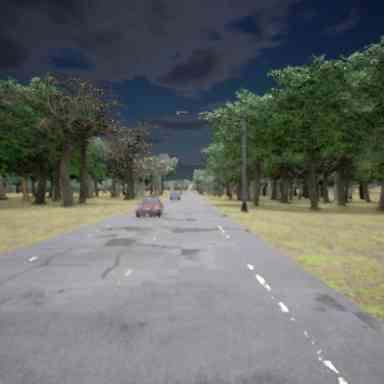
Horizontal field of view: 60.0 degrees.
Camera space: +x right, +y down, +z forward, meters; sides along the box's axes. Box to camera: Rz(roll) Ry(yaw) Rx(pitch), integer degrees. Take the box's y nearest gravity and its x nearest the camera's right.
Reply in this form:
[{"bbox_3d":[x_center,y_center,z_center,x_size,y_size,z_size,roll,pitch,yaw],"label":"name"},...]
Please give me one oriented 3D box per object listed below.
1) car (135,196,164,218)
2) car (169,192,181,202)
[{"bbox_3d":[-3.610,1.251,28.959,2.097,1.767,4.553,0,0,0],"label":"car"},{"bbox_3d":[-3.535,0.956,70.057,2.150,2.045,5.566,0,0,0],"label":"car"}]
